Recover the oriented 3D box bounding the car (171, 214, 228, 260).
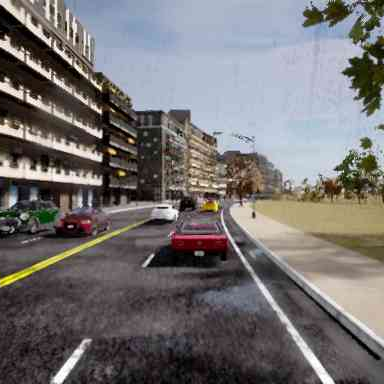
[{"bbox_3d":[0.306,1.693,12.861,1.895,1.301,4.718,0,0,2],"label":"car"}]

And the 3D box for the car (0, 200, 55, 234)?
[{"bbox_3d":[-9.326,1.280,19.074,2.097,1.767,4.553,0,0,3],"label":"car"}]

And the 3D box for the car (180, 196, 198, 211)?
[{"bbox_3d":[-0.451,1.614,47.318,2.150,2.045,5.566,0,-1,6],"label":"car"}]

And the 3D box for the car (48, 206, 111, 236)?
[{"bbox_3d":[-6.082,1.595,18.895,1.994,1.385,4.181,0,0,3],"label":"car"}]

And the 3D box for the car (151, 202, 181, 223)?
[{"bbox_3d":[-2.220,1.729,27.418,1.812,1.442,4.674,0,0,4],"label":"car"}]

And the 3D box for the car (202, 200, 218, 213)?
[{"bbox_3d":[2.364,1.836,43.118,1.882,1.535,5.008,0,-1,6],"label":"car"}]
